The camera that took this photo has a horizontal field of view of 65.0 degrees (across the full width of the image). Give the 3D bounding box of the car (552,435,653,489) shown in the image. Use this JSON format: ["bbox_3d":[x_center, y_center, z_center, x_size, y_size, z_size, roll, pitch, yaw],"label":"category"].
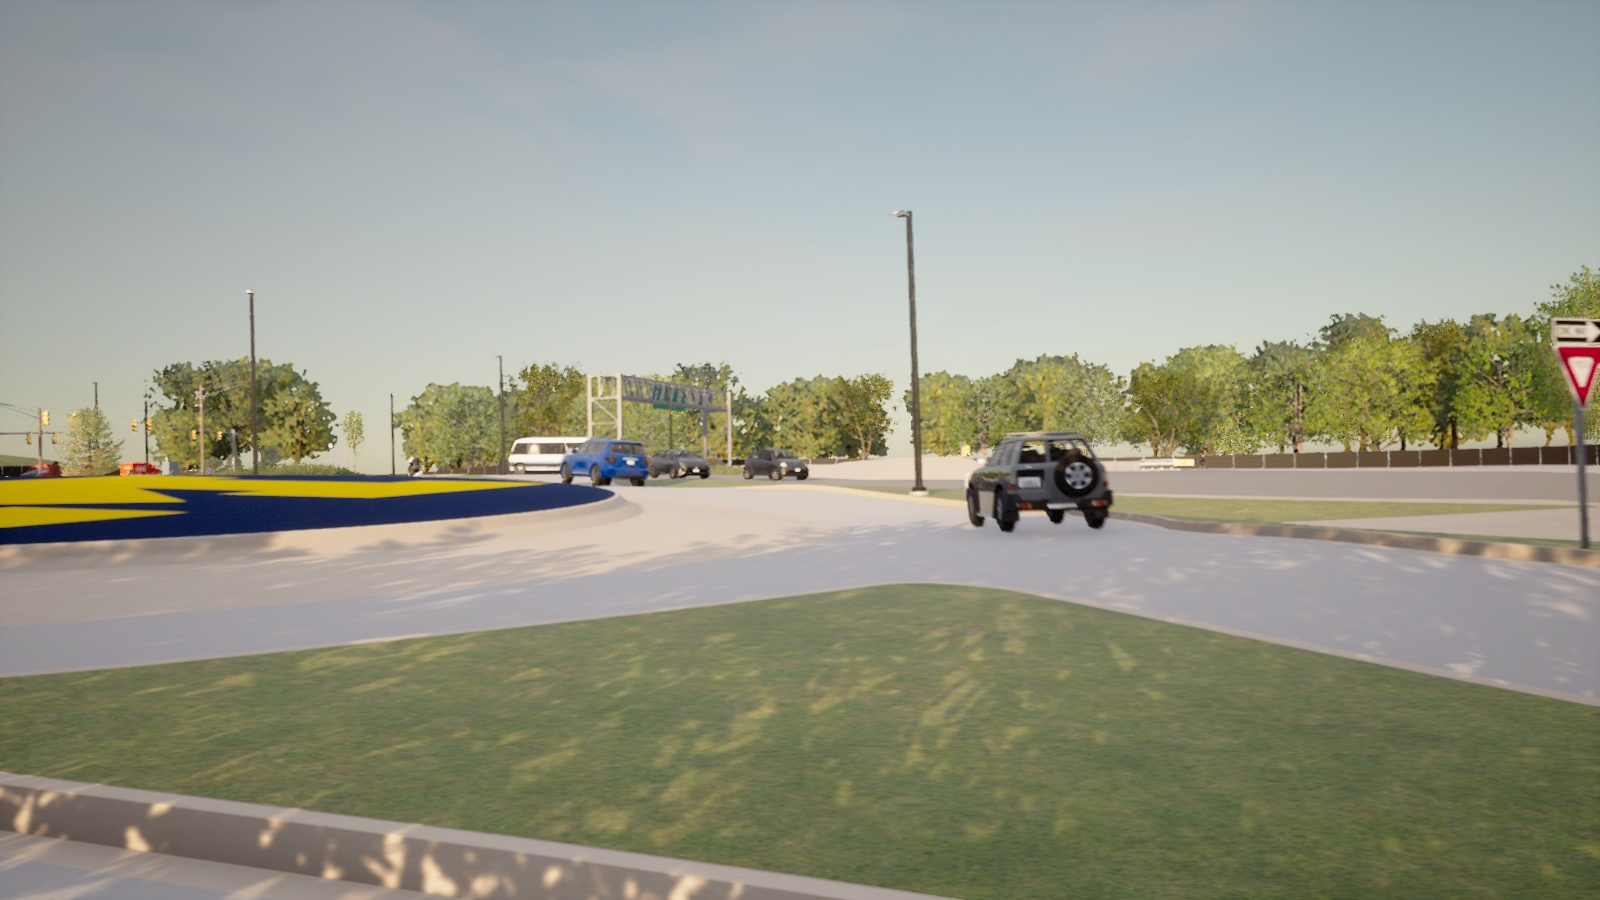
[{"bbox_3d":[-8.659,0.492,54.651,2.150,2.045,5.566,4,-1,-33],"label":"car"}]

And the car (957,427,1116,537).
[{"bbox_3d":[4.423,0.611,24.234,1.932,1.855,4.605,-2,-1,-3],"label":"car"}]

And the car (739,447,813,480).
[{"bbox_3d":[-1.255,0.658,63.059,1.851,1.617,3.988,1,0,-34],"label":"car"}]

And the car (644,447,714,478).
[{"bbox_3d":[-6.250,0.624,64.348,2.007,1.525,4.514,1,-1,-28],"label":"car"}]
